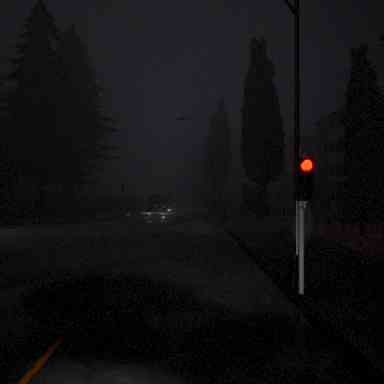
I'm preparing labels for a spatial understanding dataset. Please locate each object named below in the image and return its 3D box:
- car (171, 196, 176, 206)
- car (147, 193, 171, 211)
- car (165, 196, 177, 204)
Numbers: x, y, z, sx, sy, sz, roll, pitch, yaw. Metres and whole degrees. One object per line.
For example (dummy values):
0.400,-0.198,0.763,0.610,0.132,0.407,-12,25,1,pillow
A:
-4.168,1.221,51.547,2.150,2.045,5.566,0,0,0,car
-4.166,1.221,40.843,2.150,2.045,5.566,0,0,0,car
-4.098,1.547,65.084,2.033,1.411,5.357,0,0,0,car
